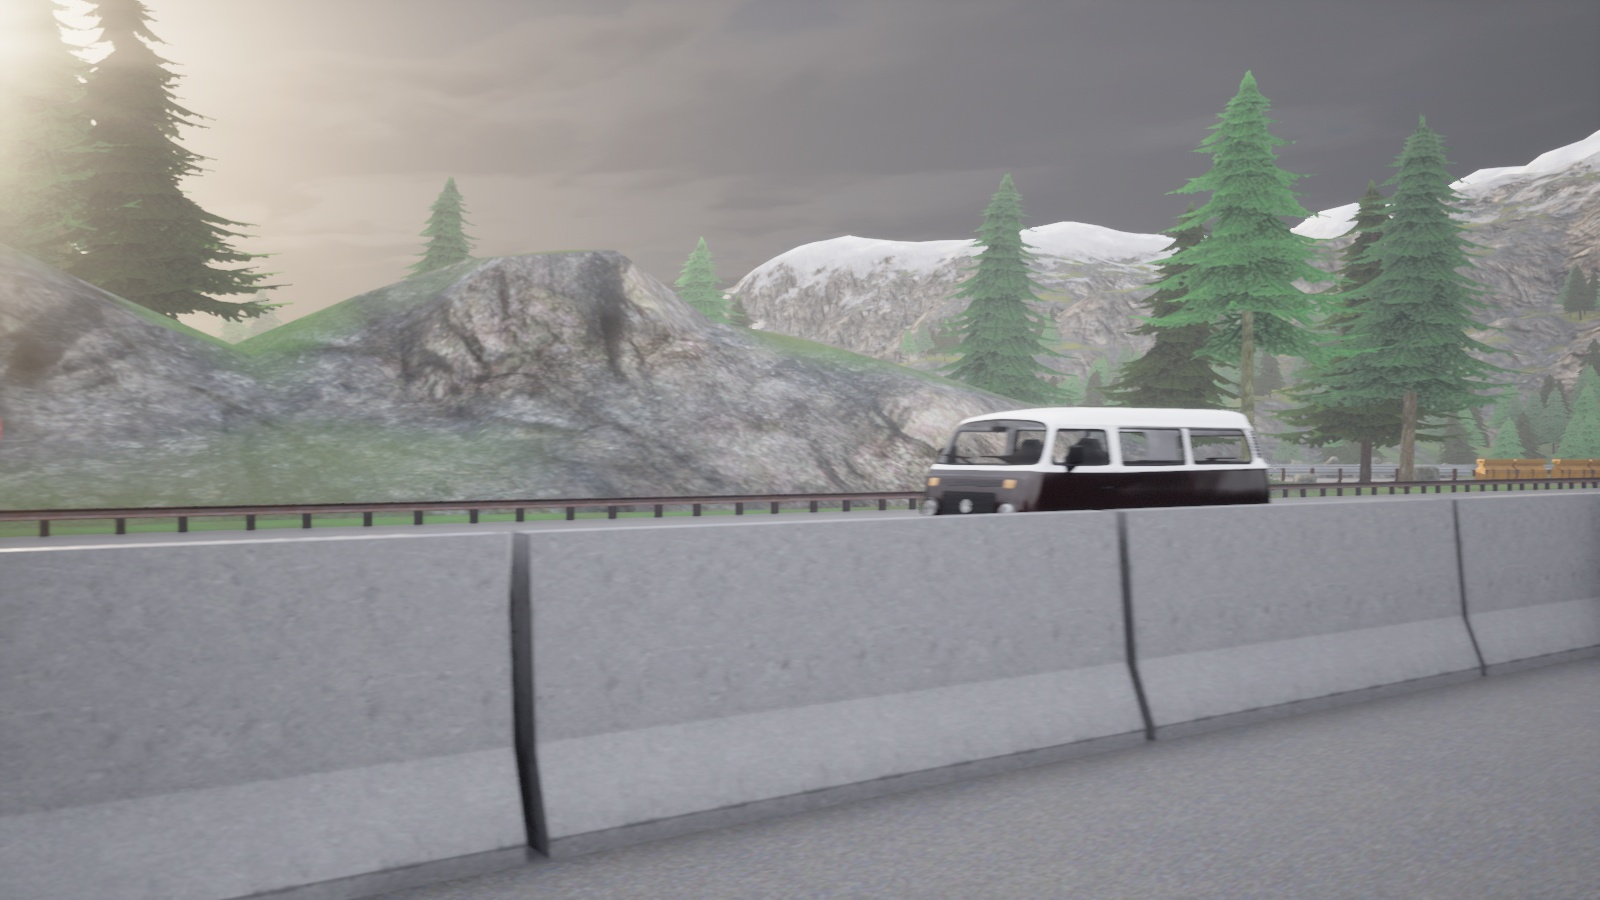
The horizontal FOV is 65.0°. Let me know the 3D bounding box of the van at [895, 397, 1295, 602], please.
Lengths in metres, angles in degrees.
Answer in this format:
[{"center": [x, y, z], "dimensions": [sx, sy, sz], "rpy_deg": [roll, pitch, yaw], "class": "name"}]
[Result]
[{"center": [3.503, 0.497, 14.627], "dimensions": [4.480, 2.038, 2.069], "rpy_deg": [0, 0, -35], "class": "van"}]
